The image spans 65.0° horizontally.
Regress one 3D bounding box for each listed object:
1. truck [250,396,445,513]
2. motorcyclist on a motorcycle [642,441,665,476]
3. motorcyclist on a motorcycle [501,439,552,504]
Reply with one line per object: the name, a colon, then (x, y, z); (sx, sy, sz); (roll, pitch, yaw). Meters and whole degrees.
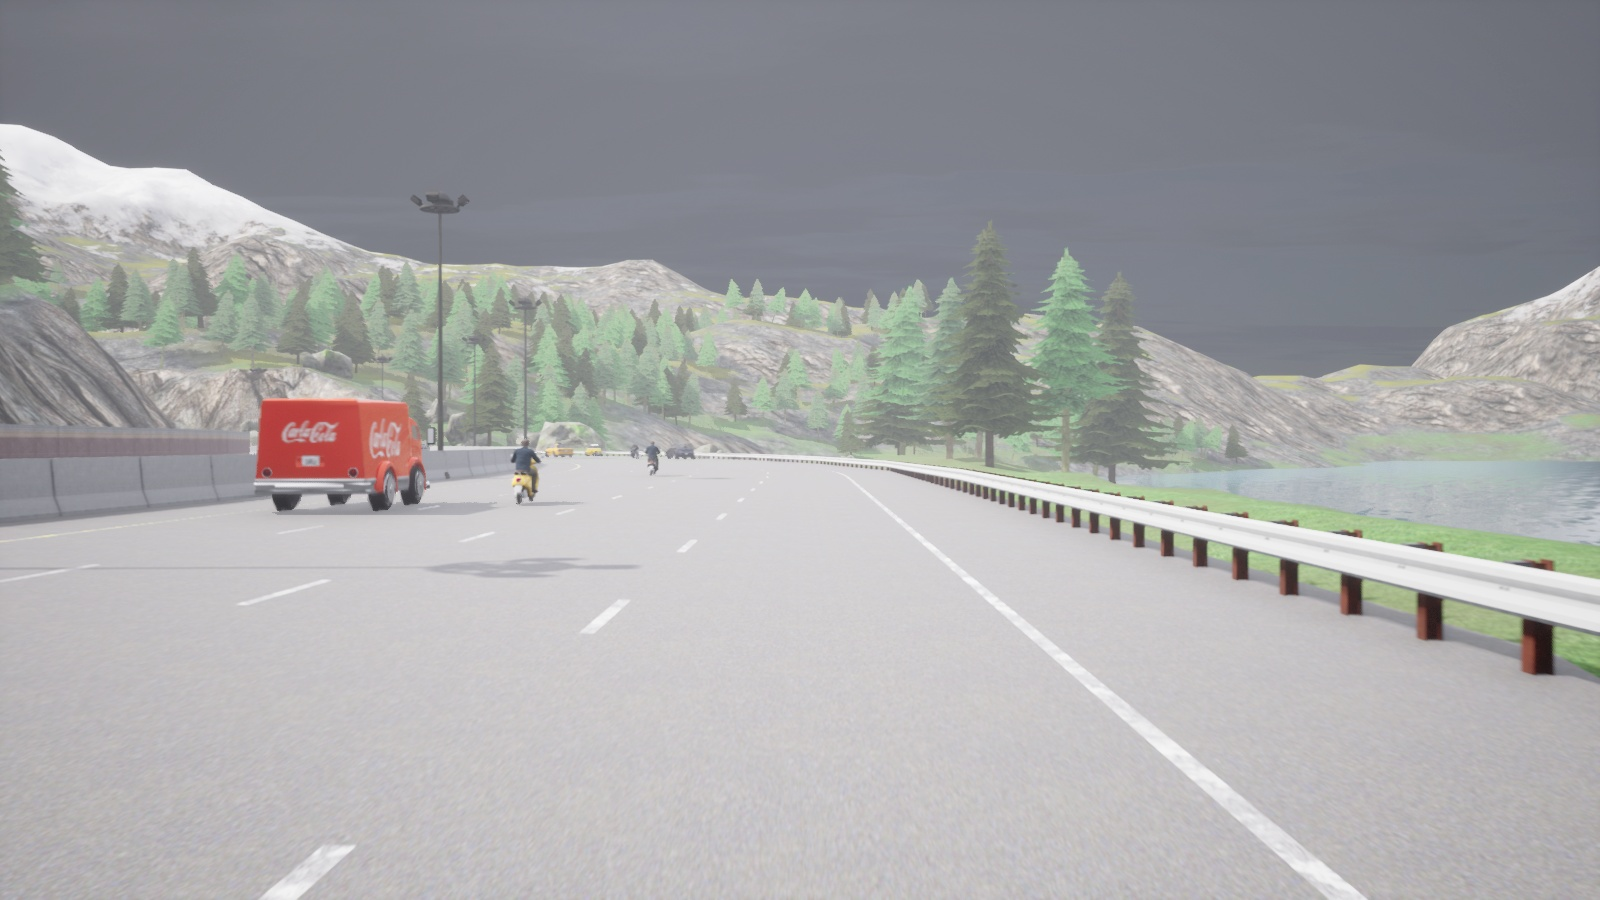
truck: (-10.317, 0.087, 29.195); (2.627, 2.467, 5.204); (0, 0, 0)
motorcyclist on a motorcycle: (-6.733, 0.369, 57.690); (0.866, 1.590, 1.817); (-1, 0, -1)
motorcyclist on a motorcycle: (-6.805, 0.518, 31.287); (0.866, 1.590, 1.817); (0, 0, 0)
